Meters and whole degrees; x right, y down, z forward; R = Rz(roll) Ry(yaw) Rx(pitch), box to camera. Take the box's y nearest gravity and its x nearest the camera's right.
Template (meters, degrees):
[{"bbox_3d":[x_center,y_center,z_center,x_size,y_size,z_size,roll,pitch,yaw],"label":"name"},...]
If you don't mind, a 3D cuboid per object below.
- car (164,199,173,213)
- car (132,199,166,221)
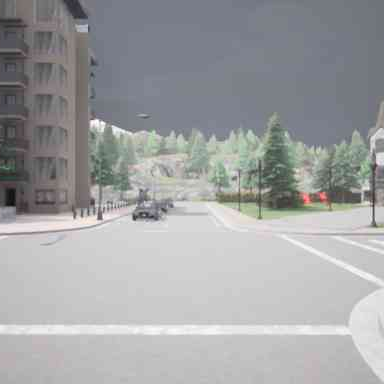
[{"bbox_3d":[-3.585,1.546,36.675,2.033,1.411,5.357,0,0,0],"label":"car"},{"bbox_3d":[-3.574,1.563,27.013,1.994,1.385,4.181,0,0,1],"label":"car"}]
